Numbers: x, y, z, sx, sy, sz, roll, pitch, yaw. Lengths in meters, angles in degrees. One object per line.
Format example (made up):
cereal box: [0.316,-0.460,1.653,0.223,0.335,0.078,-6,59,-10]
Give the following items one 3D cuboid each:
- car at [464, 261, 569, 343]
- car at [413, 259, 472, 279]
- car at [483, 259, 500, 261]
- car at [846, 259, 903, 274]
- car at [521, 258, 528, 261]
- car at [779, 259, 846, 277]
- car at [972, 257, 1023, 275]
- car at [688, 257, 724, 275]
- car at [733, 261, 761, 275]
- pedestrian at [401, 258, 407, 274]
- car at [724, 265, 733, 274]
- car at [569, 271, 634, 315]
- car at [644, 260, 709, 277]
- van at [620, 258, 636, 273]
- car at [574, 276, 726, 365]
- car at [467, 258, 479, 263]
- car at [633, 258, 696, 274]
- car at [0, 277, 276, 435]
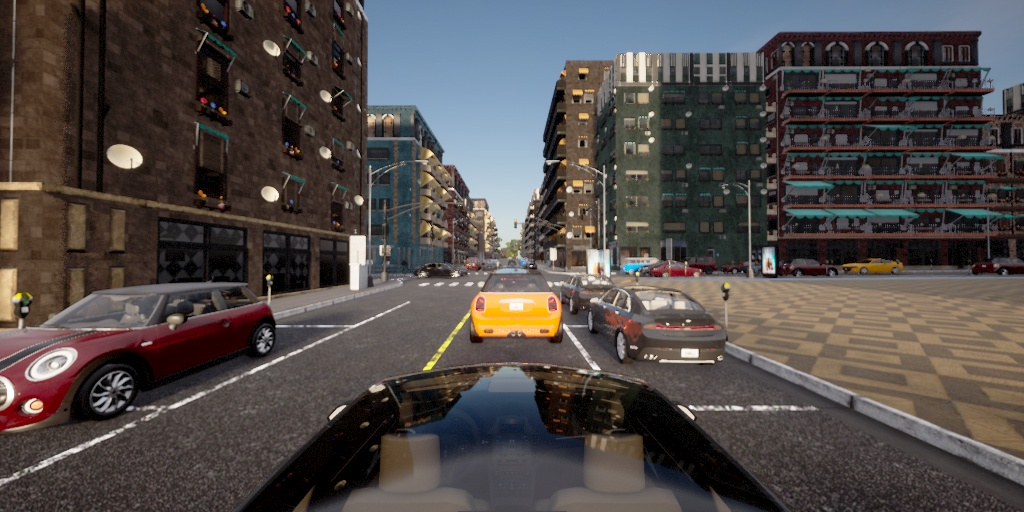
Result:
car: [0.094,1.117,9.852,2.097,1.767,4.553,0,0,0]
car: [-6.489,1.333,32.809,4.892,1.490,1.837,-1,-1,0]
car: [-3.125,1.410,50.988,1.994,1.385,4.181,0,0,-1]
car: [35.791,1.029,35.718,5.008,1.535,1.882,-1,-1,1]
car: [2.668,1.413,51.635,1.948,1.339,4.313,0,0,0]
car: [24.750,0.980,30.000,4.097,1.591,1.967,0,0,0]
car: [41.332,0.855,29.889,4.097,1.591,1.967,0,0,0]
car: [19.281,1.035,38.417,5.009,1.841,2.192,0,0,0]
car: [25.655,1.176,35.792,5.357,1.411,2.033,0,-1,1]
pedestrian: [-12.547,1.160,41.594,0.375,1.860,0.375,0,0,0]
car: [24.809,1.222,38.380,4.507,1.381,1.888,0,0,0]
car: [2.815,1.322,13.442,2.007,1.370,4.403,0,0,0]
car: [13.695,1.207,30.074,4.207,1.307,1.802,0,0,0]
van: [13.754,1.103,38.454,3.998,1.789,1.690,0,0,0]
car: [2.818,1.312,7.872,2.007,1.370,4.403,0,0,0]
car: [-5.712,1.162,51.671,2.192,1.841,5.009,0,0,0]
car: [15.185,1.200,35.867,4.902,1.511,2.128,0,-1,0]
car: [-5.821,1.197,5.633,1.967,1.591,4.097,0,0,0]
